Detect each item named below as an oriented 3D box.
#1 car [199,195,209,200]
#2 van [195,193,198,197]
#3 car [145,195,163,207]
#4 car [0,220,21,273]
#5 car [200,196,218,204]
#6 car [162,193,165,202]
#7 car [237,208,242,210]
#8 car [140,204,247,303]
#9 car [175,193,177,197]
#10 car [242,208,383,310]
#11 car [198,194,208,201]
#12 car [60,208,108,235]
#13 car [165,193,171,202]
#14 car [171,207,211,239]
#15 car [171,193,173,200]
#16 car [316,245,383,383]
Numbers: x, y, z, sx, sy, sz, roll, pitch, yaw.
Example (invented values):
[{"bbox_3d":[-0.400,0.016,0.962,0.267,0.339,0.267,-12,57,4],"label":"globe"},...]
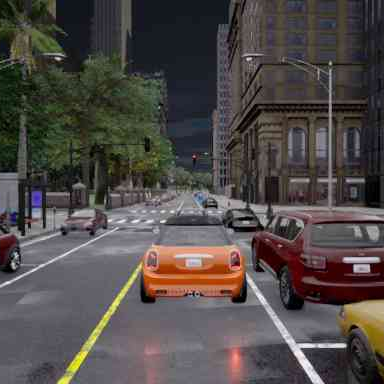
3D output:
[{"bbox_3d":[2.495,1.540,50.451,1.947,1.339,4.313,0,0,0],"label":"car"},{"bbox_3d":[2.319,1.276,82.973,1.690,1.788,3.998,0,0,0],"label":"van"},{"bbox_3d":[-6.031,1.525,50.425,2.008,1.369,4.403,0,0,0],"label":"car"},{"bbox_3d":[-5.802,1.439,7.714,1.967,1.590,4.097,0,0,0],"label":"car"},{"bbox_3d":[2.524,1.544,45.031,1.947,1.339,4.313,0,0,0],"label":"car"},{"bbox_3d":[-6.060,1.409,55.845,1.967,1.590,4.097,0,0,0],"label":"car"},{"bbox_3d":[2.666,1.561,18.595,1.947,1.339,4.313,0,0,0],"label":"car"},{"bbox_3d":[0.032,1.351,8.365,2.097,1.767,4.553,0,0,0],"label":"car"},{"bbox_3d":[-6.264,1.232,93.787,2.192,1.841,5.009,0,0,0],"label":"car"},{"bbox_3d":[2.723,1.313,7.744,2.192,1.841,5.009,0,0,0],"label":"car"},{"bbox_3d":[2.465,1.494,56.041,1.752,1.417,4.829,0,0,0],"label":"car"},{"bbox_3d":[-5.860,1.577,18.566,1.802,1.307,4.206,0,0,0],"label":"car"},{"bbox_3d":[-6.147,1.391,72.106,1.967,1.590,4.097,0,0,0],"label":"car"},{"bbox_3d":[-0.032,1.596,18.184,1.895,1.301,4.718,0,0,0],"label":"car"},{"bbox_3d":[-6.177,1.258,77.526,2.192,1.841,5.009,0,0,0],"label":"car"},{"bbox_3d":[2.752,1.525,2.489,1.752,1.417,4.829,0,0,0],"label":"car"}]
